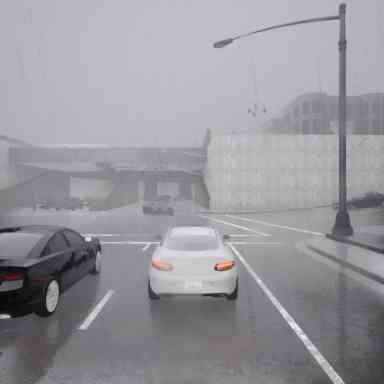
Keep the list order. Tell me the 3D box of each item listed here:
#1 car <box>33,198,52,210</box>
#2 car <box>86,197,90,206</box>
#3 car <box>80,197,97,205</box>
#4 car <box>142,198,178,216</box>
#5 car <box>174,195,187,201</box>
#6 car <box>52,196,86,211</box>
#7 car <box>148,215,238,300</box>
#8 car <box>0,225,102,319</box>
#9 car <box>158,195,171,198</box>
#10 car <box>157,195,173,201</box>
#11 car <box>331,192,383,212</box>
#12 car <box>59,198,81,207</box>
[{"bbox_3d":[-18.650,1.491,42.582,2.128,1.511,4.902,0,0,-2],"label":"car"},{"bbox_3d":[-15.404,1.491,50.147,2.128,1.511,4.902,0,0,-2],"label":"car"},{"bbox_3d":[-19.259,1.601,62.010,1.895,1.301,4.718,0,0,-1],"label":"car"},{"bbox_3d":[-3.367,1.563,32.259,1.994,1.385,4.181,0,0,-28],"label":"car"},{"bbox_3d":[-2.964,1.524,83.732,1.812,1.442,4.674,0,0,27],"label":"car"},{"bbox_3d":[-15.091,1.352,41.047,2.097,1.767,4.553,0,0,-2],"label":"car"},{"bbox_3d":[0.015,1.526,8.292,1.812,1.442,4.674,0,0,0],"label":"car"},{"bbox_3d":[-3.479,1.478,7.492,1.882,1.535,5.008,0,0,0],"label":"car"},{"bbox_3d":[-4.973,1.564,58.027,1.994,1.385,4.181,0,0,-2],"label":"car"},{"bbox_3d":[-6.800,1.500,83.575,1.837,1.490,4.892,0,0,24],"label":"car"},{"bbox_3d":[13.979,0.771,27.184,4.718,1.301,1.895,-8,0,-1],"label":"car"},{"bbox_3d":[-18.962,1.601,51.840,1.895,1.301,4.718,0,0,-2],"label":"car"}]
